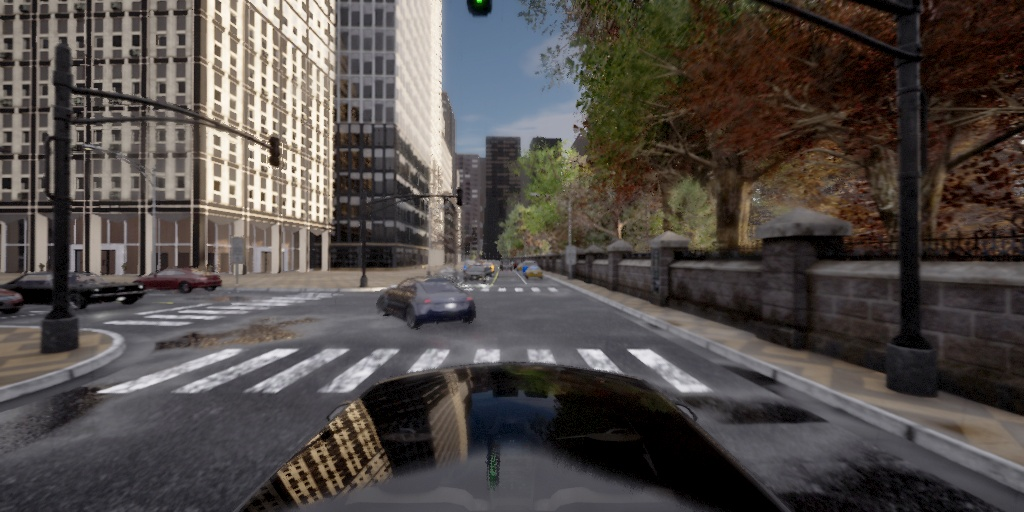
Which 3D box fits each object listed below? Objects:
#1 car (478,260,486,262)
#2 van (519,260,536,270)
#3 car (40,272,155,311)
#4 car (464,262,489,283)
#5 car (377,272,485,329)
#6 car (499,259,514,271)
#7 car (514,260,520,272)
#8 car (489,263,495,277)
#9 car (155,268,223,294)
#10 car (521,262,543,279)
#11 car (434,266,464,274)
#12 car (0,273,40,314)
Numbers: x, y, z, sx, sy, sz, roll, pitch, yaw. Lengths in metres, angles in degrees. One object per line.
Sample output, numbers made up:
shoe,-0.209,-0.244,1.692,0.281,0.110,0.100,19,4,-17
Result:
car,-3.525,1.676,51.560,1.882,1.535,5.008,0,0,-1
van,2.107,1.455,41.987,1.690,1.789,3.998,0,0,-1
car,-16.986,1.290,13.755,4.718,1.301,1.895,1,0,4
car,-3.142,1.524,31.156,1.837,1.490,4.892,0,-1,-3
car,-2.899,1.384,11.748,1.994,1.385,4.181,1,-1,-36
car,-0.893,1.775,61.452,2.128,1.511,4.902,0,0,-2
car,1.667,1.785,58.784,1.751,1.417,4.829,0,0,-2
car,-3.302,1.672,41.135,1.994,1.385,4.181,0,-1,-2
car,-18.038,1.297,19.409,4.207,1.307,1.802,0,0,4
car,2.217,1.591,36.614,1.751,1.417,4.829,0,0,-1
car,-5.559,1.564,30.581,2.007,1.370,4.403,0,0,-1
car,-18.123,1.242,11.296,4.207,1.307,1.802,0,0,4
